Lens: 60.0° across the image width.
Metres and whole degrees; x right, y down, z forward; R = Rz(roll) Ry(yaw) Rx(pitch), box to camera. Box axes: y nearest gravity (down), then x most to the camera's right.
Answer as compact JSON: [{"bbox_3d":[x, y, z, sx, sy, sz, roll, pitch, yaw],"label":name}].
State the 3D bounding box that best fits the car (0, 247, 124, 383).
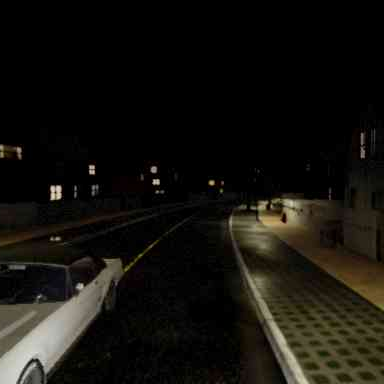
[{"bbox_3d":[-2.375,1.572,4.642,1.895,1.301,4.718,0,0,1],"label":"car"}]
